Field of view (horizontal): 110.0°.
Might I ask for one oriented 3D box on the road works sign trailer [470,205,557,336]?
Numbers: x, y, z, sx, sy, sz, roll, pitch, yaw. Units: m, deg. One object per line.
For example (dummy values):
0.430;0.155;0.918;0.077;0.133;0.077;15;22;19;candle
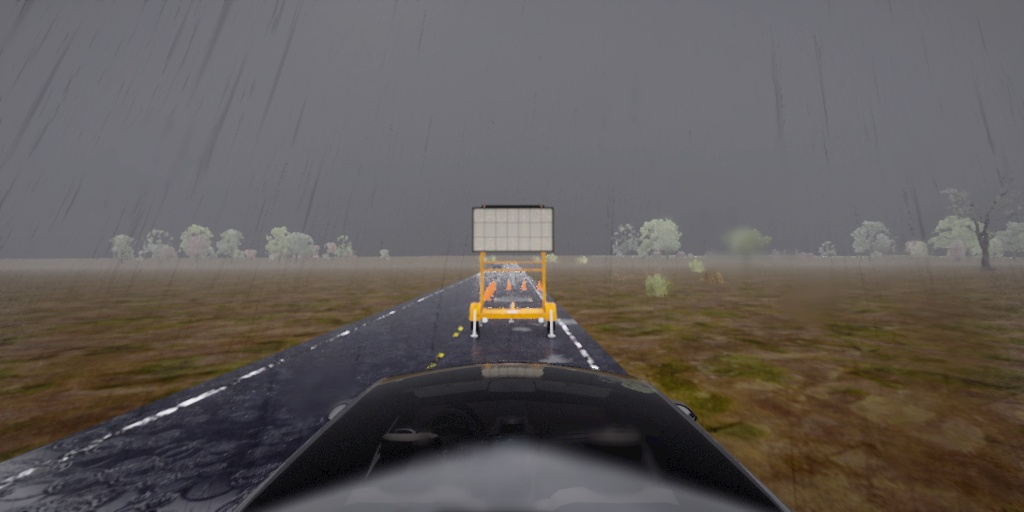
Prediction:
0.031;0.297;10.632;2.380;3.560;2.880;0;0;0;road works sign trailer
